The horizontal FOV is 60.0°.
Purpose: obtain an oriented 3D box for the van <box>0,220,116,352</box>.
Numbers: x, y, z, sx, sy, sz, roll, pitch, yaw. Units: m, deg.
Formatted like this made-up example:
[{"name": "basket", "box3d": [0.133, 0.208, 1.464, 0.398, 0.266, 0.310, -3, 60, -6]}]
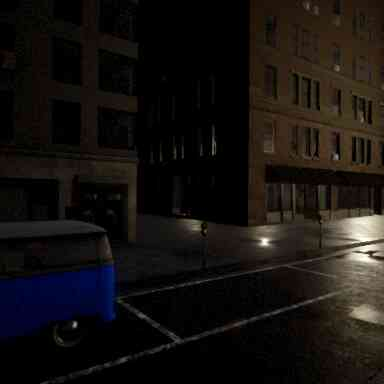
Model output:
[{"name": "van", "box3d": [-3.074, 1.341, 4.560, 3.998, 1.788, 1.690, 0, 1, -36]}]
